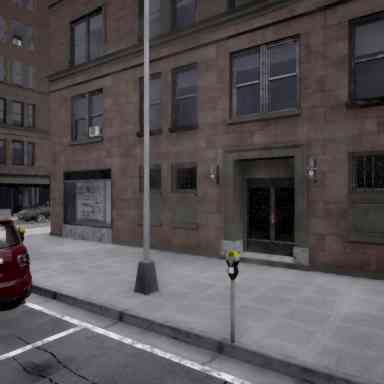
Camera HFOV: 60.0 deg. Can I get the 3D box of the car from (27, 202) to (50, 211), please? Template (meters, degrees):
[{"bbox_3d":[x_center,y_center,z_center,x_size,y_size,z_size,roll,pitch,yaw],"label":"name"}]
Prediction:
[{"bbox_3d":[-10.443,1.460,24.982,1.837,1.490,4.892,0,0,36],"label":"car"}]

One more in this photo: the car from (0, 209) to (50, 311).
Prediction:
[{"bbox_3d":[-5.112,1.315,6.444,5.009,1.841,2.192,0,0,35],"label":"car"}]
